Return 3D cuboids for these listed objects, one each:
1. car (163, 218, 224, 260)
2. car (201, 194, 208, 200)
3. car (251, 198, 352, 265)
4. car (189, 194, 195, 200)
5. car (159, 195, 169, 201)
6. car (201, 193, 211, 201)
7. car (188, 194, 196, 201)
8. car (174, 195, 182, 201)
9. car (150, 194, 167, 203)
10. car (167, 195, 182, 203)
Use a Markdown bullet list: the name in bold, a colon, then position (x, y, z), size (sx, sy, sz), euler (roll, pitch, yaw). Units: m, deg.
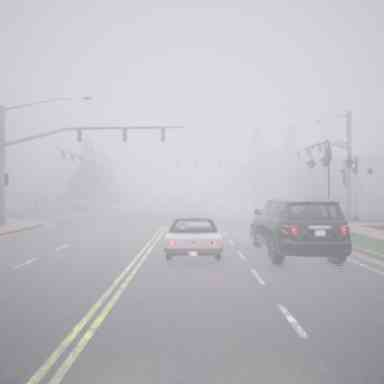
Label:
- **car**: position (0.058, 1.599, 12.395), size (1.895, 1.301, 4.718), euler (0, 0, 0)
- **car**: position (3.484, 1.398, 94.152), size (1.994, 1.385, 4.181), euler (0, 0, 0)
- **car**: position (3.554, 1.221, 11.818), size (2.150, 2.045, 5.566), euler (0, 0, 1)
- **car**: position (-0.016, 1.369, 94.152), size (1.812, 1.442, 4.674), euler (0, 0, 0)
- **car**: position (-7.015, 1.527, 84.479), size (2.033, 1.411, 5.357), euler (0, 0, 0)
- **car**: position (3.486, 1.207, 83.500), size (2.150, 2.045, 5.566), euler (0, 0, 0)
- **car**: position (-0.014, 1.506, 83.844), size (1.812, 1.442, 4.674), euler (0, 0, 0)
- **car**: position (-3.515, 1.487, 84.474), size (1.837, 1.490, 4.892), euler (0, 0, 0)
- **car**: position (-7.012, 1.533, 68.822), size (2.033, 1.411, 5.357), euler (0, 0, 0)
- **car**: position (-3.512, 1.546, 68.847), size (1.994, 1.385, 4.181), euler (0, 0, 0)
